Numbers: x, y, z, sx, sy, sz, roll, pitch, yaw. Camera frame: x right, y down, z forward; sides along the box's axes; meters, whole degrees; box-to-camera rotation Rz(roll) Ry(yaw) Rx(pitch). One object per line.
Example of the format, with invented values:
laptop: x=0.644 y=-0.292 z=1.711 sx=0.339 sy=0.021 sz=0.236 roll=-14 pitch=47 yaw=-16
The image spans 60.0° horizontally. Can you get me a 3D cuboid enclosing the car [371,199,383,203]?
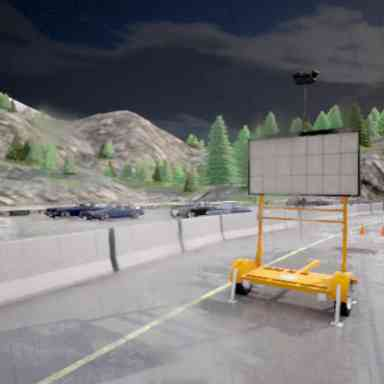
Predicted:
car: x=31.727 y=1.883 z=54.343 sx=4.181 sy=1.385 sz=1.994 roll=1 pitch=0 yaw=-37

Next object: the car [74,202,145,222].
car: x=-6.029 y=1.472 z=25.788 sx=2.033 sy=1.411 sz=5.357 roll=1 pitch=0 yaw=37

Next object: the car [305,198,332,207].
car: x=21.091 y=1.754 z=54.801 sx=5.357 sy=1.411 sz=2.033 roll=1 pitch=0 yaw=-40

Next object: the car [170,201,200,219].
car: x=0.177 y=1.482 z=28.078 sx=2.128 sy=1.511 sz=4.902 roll=1 pitch=0 yaw=39

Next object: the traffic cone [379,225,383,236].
traffic cone: x=10.224 y=2.056 z=17.779 sx=0.340 sy=0.580 sz=0.340 roll=1 pitch=0 yaw=35

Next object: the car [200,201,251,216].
car: x=2.924 y=1.546 z=25.931 sx=1.812 sy=1.442 sz=4.674 roll=1 pitch=0 yaw=39

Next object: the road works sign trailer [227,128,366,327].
road works sign trailer: x=2.440 y=0.485 z=7.367 sx=2.380 sy=3.560 sz=2.880 roll=1 pitch=0 yaw=35

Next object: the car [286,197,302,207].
car: x=17.877 y=1.663 z=56.580 sx=4.902 sy=1.511 sz=2.128 roll=1 pitch=0 yaw=-40

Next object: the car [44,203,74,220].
car: x=-9.421 y=1.489 z=27.060 sx=1.895 sy=1.301 sz=4.718 roll=1 pitch=0 yaw=36

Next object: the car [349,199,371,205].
car: x=28.758 y=1.836 z=56.485 sx=5.357 sy=1.411 sz=2.033 roll=1 pitch=0 yaw=-38
